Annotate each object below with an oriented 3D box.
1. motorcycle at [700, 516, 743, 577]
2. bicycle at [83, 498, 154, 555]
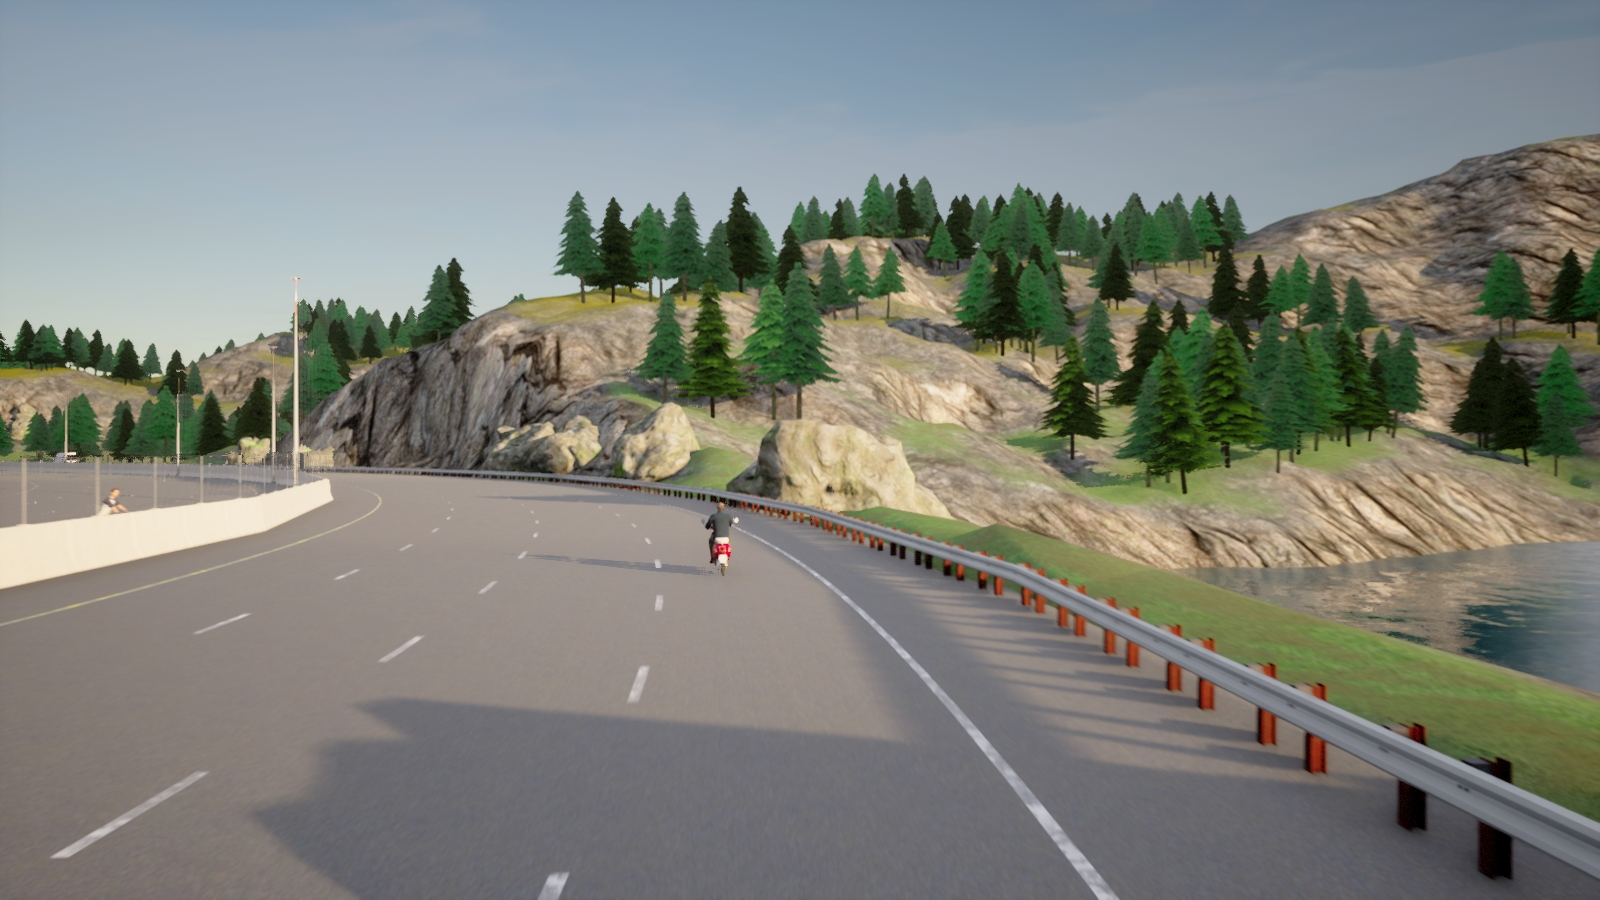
[{"bbox_3d":[-1.819,2.190,26.247,0.856,1.236,1.805,-1,0,-7],"label":"motorcycle"},{"bbox_3d":[-18.508,2.070,31.033,1.643,1.514,0.373,-1,-2,-7],"label":"bicycle"}]
